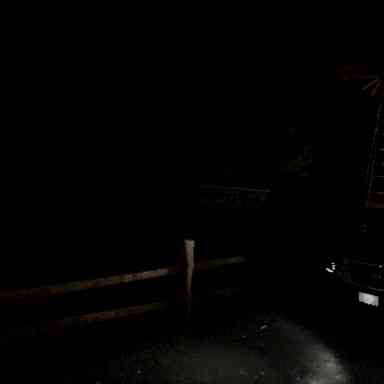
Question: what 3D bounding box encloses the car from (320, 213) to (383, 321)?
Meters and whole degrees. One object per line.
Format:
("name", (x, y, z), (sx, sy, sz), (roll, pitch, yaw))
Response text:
("car", (4.906, 1.226, 6.556), (5.566, 2.045, 2.150), (-1, 0, -35))
